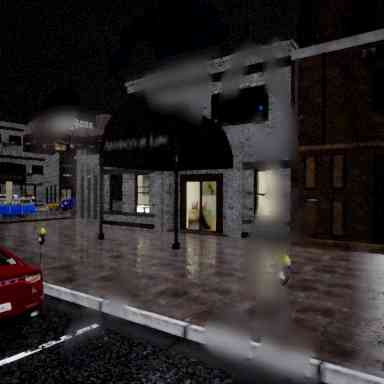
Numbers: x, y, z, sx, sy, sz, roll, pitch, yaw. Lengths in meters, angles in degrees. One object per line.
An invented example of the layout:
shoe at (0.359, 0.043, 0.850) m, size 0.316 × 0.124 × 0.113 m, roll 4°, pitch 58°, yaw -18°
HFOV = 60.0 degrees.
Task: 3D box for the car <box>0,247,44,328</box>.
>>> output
car at (-4.547, 1.544, 6.110) m, size 4.507 × 1.381 × 1.887 m, roll 0°, pitch 0°, yaw 35°

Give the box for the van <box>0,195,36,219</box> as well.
van at (-15.640, 1.413, 28.724) m, size 1.690 × 1.788 × 3.998 m, roll 0°, pitch 0°, yaw 35°

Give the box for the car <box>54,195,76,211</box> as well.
car at (-13.712, 1.285, 41.539) m, size 2.150 × 2.045 × 5.566 m, roll 0°, pitch 0°, yaw 36°

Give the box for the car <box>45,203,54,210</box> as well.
car at (-16.244, 1.569, 42.453) m, size 1.752 × 1.417 × 4.829 m, roll 0°, pitch 0°, yaw 35°
